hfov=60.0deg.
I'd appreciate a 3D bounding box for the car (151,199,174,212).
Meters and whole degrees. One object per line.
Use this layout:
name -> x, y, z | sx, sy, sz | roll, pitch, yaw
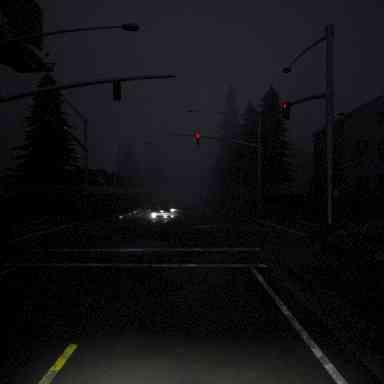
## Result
car -> -3.468, 1.564, 37.691 | 1.994, 1.385, 4.181 | 0, 0, 0
